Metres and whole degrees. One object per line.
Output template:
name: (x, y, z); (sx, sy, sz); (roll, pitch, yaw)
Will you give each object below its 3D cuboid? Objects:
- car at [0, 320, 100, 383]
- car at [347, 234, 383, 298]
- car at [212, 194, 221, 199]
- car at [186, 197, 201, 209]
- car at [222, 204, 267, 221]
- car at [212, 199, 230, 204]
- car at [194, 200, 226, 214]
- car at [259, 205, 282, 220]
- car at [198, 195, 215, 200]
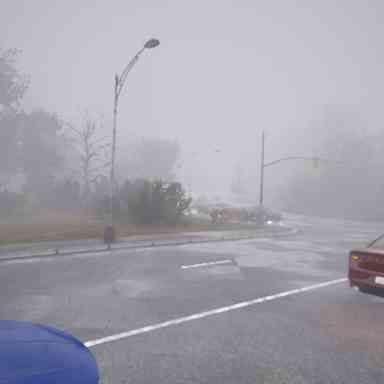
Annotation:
car: (-2.961, 1.474, 1.630); (5.008, 1.535, 1.882); (0, 0, -35)
car: (5.679, 1.601, 7.824); (5.008, 1.535, 1.882); (1, -1, -35)
car: (5.817, 1.264, 79.098); (2.033, 1.411, 5.357); (2, 2, -1)
car: (-0.708, 1.796, 52.298); (2.128, 1.511, 4.902); (3, 1, -15)
car: (5.354, 2.245, 34.536); (1.895, 1.301, 4.718); (3, -1, -23)
car: (4.572, 2.200, 46.423); (2.033, 1.411, 5.357); (3, 0, -18)
car: (2.200, 2.118, 42.736); (1.994, 1.385, 4.181); (3, 0, -19)
car: (8.044, 2.302, 37.210); (1.837, 1.490, 4.892); (3, -1, -21)
car: (1.860, 1.837, 56.451); (1.837, 1.490, 4.892); (3, 2, -12)
